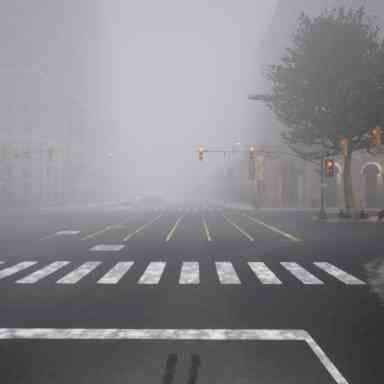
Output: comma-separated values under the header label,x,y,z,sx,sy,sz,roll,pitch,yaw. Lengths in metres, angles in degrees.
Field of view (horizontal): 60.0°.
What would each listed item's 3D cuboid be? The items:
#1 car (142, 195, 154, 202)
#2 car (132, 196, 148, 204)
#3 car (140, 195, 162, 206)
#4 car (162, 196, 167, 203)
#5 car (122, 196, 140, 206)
label,x,y,z,sx,sy,sz,roll,pitch,yaw
car,-9.806,1.517,74.555,1.812,1.442,4.674,0,0,1
car,-10.008,1.541,64.597,2.033,1.411,5.357,0,0,2
car,-6.638,1.347,54.154,2.097,1.767,4.553,0,0,1
car,-6.538,1.486,63.295,2.128,1.511,4.902,0,0,2
car,-10.121,1.596,54.845,1.895,1.301,4.718,0,0,1
